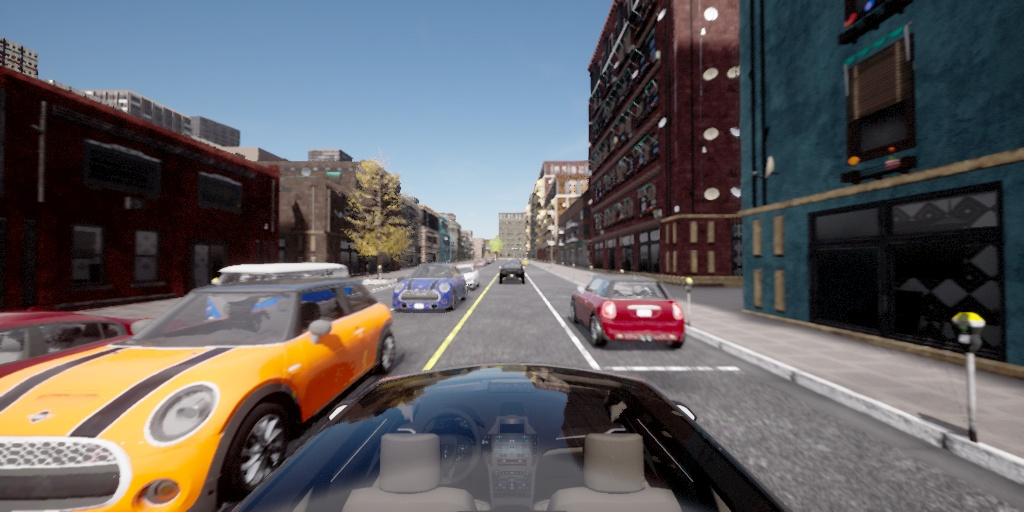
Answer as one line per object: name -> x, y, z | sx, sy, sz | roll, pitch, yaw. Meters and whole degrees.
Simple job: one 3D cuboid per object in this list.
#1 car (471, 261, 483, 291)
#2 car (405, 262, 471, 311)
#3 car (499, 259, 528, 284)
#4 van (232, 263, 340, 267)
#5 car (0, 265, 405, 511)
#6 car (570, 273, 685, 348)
car -> -3.005, 1.255, 21.899 | 1.812, 1.442, 4.674 | 0, 0, 0
car -> -3.090, 1.089, 14.283 | 2.097, 1.767, 4.553 | 0, 0, 1
car -> 0.011, 1.200, 27.042 | 1.882, 1.535, 5.008 | 0, 0, 0
van -> -5.692, 1.082, 9.210 | 1.690, 1.789, 3.998 | 0, 0, 0
car -> -3.095, 1.099, 4.405 | 2.097, 1.767, 4.553 | 0, 0, 0
car -> 2.689, 1.182, 9.272 | 1.967, 1.591, 4.097 | 0, 0, 0
